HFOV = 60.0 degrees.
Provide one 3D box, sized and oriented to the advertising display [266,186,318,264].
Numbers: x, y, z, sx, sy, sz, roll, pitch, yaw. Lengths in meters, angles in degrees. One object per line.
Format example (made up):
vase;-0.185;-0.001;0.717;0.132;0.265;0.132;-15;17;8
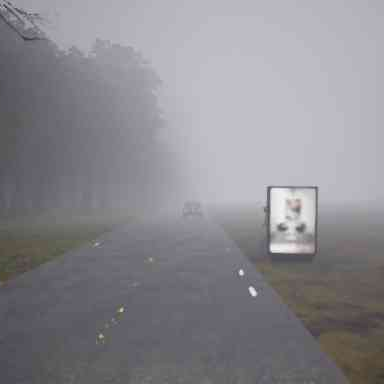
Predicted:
advertising display;3.142;1.029;10.497;1.540;2.440;0.280;1;1;0

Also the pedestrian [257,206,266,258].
pedestrian;2.498;1.285;11.141;0.375;1.860;0.375;-1;1;0

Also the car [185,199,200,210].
car;0.071;1.658;45.316;1.994;1.385;4.181;0;0;1

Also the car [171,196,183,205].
car;-2.772;1.514;62.208;2.097;1.767;4.553;0;0;1

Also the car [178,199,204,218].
car;0.085;1.594;30.134;2.033;1.411;5.357;0;0;0
